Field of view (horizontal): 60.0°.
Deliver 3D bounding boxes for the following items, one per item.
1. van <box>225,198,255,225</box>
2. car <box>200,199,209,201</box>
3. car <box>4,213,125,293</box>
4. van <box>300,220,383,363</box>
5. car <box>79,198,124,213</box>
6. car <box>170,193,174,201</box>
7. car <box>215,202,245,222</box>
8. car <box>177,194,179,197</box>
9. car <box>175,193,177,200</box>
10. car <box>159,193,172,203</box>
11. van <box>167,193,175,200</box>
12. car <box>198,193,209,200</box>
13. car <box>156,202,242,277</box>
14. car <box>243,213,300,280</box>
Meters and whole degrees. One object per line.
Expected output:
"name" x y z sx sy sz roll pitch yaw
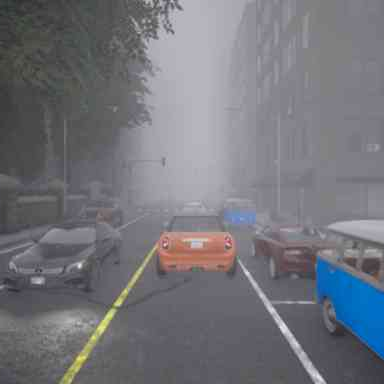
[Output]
"van" 2.911 1.321 21.062 1.690 1.788 3.998 0 0 0
"car" 0.167 1.499 25.321 1.812 1.442 4.674 0 0 0
"car" -3.077 1.517 8.988 1.812 1.442 4.674 0 0 0
"van" 2.863 1.339 4.081 1.690 1.788 3.998 0 0 0
"car" -5.614 1.292 21.045 2.192 1.841 5.009 0 0 0
"car" -5.478 1.446 70.185 2.008 1.369 4.403 0 0 0
"car" 2.927 1.538 26.722 1.947 1.339 4.313 0 0 0
"car" -5.417 1.424 91.988 2.008 1.369 4.403 0 0 0
"car" -5.448 1.427 81.087 1.887 1.381 4.507 0 0 0
"car" -5.493 1.429 64.564 1.752 1.417 4.829 0 0 0
"van" -5.433 1.219 86.537 1.690 1.788 3.998 0 0 0
"car" 3.077 1.325 81.099 1.967 1.590 4.097 0 0 0
"car" 0.126 1.342 10.407 2.097 1.767 4.553 0 0 0
"car" 2.879 1.537 9.741 1.887 1.381 4.507 0 0 0
